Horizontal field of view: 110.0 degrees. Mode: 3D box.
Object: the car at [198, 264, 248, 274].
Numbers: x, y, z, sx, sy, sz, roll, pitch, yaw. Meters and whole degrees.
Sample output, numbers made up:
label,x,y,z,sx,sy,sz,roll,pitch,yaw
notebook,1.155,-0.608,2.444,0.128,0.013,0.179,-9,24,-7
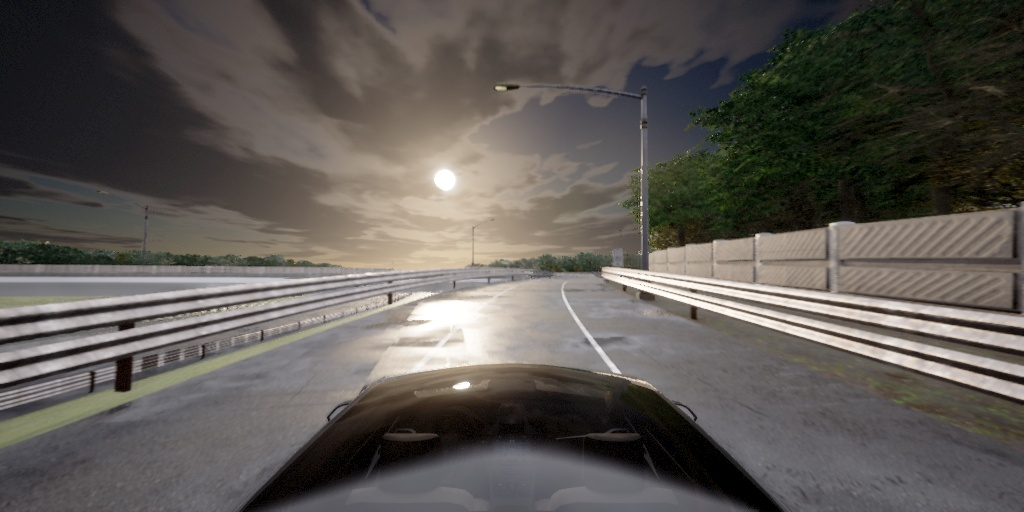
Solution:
label,x,y,z,sx,sy,sz,roll,pitch,yaw
car,-35.322,1.766,43.970,4.892,1.490,1.837,1,-3,-15
